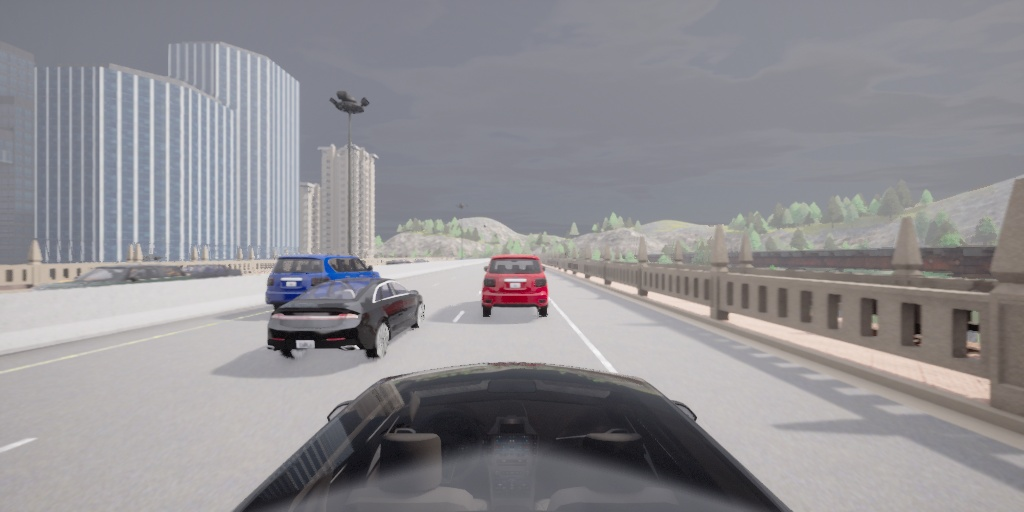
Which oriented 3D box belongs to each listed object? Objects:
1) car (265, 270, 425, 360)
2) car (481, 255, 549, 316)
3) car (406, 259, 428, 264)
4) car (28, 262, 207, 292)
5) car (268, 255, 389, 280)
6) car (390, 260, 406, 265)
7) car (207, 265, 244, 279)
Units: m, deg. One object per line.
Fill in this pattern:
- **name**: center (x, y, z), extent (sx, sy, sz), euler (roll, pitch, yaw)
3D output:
- **car**: center (-3.404, 1.241, 8.333), extent (2.128, 1.511, 4.902), euler (0, 0, 0)
- **car**: center (0.096, 0.970, 13.400), extent (2.150, 2.045, 5.566), euler (0, 0, 0)
- **car**: center (-13.989, 1.236, 54.609), extent (2.128, 1.511, 4.902), euler (0, 0, 1)
- **car**: center (-14.103, 1.101, 12.929), extent (2.097, 1.767, 4.553), euler (0, 0, 0)
- **car**: center (-6.904, 0.970, 13.892), extent (2.150, 2.045, 5.566), euler (0, 0, 0)
- **car**: center (-17.433, 1.308, 57.333), extent (1.994, 1.385, 4.181), euler (0, 0, 2)
- **car**: center (-21.106, 1.296, 24.561), extent (2.033, 1.411, 5.357), euler (0, 0, 0)
